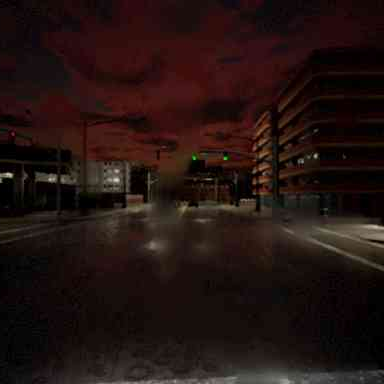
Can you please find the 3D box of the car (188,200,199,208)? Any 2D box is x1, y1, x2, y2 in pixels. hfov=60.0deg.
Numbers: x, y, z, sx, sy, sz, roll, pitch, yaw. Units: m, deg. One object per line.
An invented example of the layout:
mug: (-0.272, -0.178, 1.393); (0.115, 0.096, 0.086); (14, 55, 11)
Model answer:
car: (0.224, 2.359, 64.431); (1.837, 1.490, 4.892); (0, -1, 0)

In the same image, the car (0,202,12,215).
car: (-24.019, 1.990, 40.081); (3.806, 1.475, 1.970); (0, -1, 1)

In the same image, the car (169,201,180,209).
car: (-3.274, 2.415, 64.173); (1.994, 1.385, 4.181); (0, -1, 0)

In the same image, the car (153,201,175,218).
car: (-3.089, 1.980, 35.764); (1.837, 1.490, 4.892); (0, -1, -1)

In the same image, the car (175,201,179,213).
car: (-3.200, 1.949, 44.969); (2.097, 1.767, 4.553); (0, -1, 0)

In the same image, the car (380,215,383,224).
car: (16.224, 1.887, 24.397); (4.181, 1.385, 1.994); (0, -1, 1)
